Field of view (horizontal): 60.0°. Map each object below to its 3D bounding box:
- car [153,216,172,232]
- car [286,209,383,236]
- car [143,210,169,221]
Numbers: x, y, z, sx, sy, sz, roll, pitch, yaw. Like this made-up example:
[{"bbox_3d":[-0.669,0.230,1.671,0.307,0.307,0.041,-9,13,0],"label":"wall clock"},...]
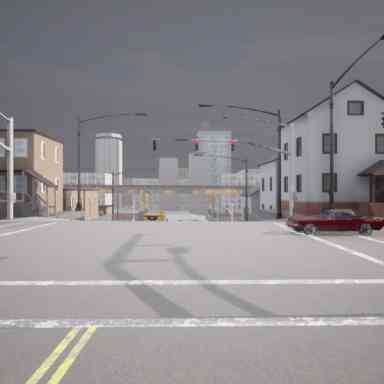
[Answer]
[{"bbox_3d":[-3.790,4.235,43.744,2.128,1.511,4.902,0,-13,-1],"label":"car"},{"bbox_3d":[7.575,1.607,17.938,4.718,1.301,1.895,0,0,-1],"label":"car"},{"bbox_3d":[-3.680,2.536,33.521,1.882,1.535,5.008,0,-9,1],"label":"car"}]
